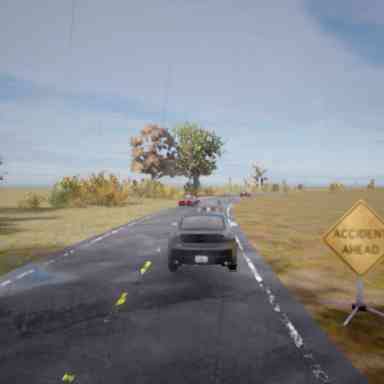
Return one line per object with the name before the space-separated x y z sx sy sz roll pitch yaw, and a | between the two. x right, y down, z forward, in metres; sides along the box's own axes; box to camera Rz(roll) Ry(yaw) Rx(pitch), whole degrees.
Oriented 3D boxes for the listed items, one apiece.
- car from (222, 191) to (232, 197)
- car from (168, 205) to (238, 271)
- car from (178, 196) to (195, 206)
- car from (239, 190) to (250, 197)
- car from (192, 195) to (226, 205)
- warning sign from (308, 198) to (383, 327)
car | 8.240 0.461 78.448 1.994 1.385 4.181 0 1 15
car | 0.366 1.364 10.413 1.837 1.490 4.892 0 0 3
car | -0.360 1.091 38.073 1.895 1.301 4.718 0 1 8
car | 12.507 0.280 78.641 2.097 1.767 4.553 0 1 16
car | 1.417 1.203 25.880 2.033 1.411 5.357 0 1 6
warning sign | 2.719 1.045 5.394 1.300 1.860 1.060 0 1 1
